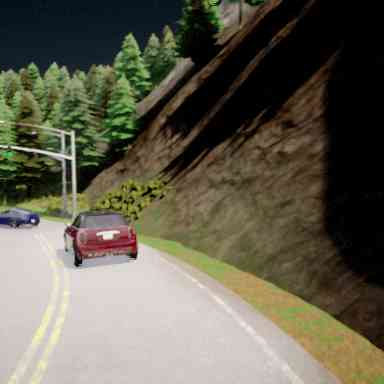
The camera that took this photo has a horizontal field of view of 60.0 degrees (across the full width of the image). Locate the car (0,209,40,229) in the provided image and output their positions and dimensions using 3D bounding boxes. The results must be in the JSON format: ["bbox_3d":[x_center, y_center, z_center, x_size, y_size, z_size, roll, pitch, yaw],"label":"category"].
[{"bbox_3d":[-14.149,2.044,26.472,4.674,1.442,1.812,0,0,29],"label":"car"}]

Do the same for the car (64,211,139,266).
[{"bbox_3d":[-3.588,1.482,12.578,2.097,1.767,4.553,-2,0,-25],"label":"car"}]
